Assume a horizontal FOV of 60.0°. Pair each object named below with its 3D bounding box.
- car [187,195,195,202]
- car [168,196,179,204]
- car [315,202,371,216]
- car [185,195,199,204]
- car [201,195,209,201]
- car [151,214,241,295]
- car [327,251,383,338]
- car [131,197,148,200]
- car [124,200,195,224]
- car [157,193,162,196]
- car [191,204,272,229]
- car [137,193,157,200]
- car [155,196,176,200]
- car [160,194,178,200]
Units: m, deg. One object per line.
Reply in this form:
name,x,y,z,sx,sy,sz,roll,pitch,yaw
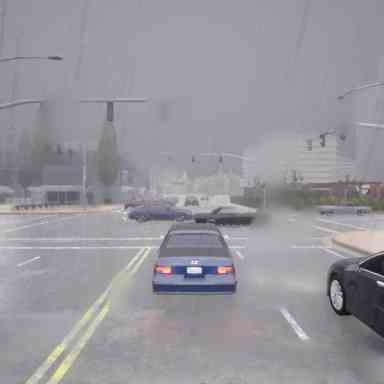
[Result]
car,-0.257,1.478,78.293,1.882,1.535,5.008,0,0,0
car,-3.748,1.564,66.696,1.994,1.385,4.181,0,0,0
car,14.343,1.601,31.804,4.718,1.301,1.895,0,0,1
car,-0.072,1.352,50.601,2.097,1.767,4.553,0,0,0
car,3.222,1.552,84.560,1.994,1.385,4.181,0,0,0
car,0.053,1.547,8.881,2.033,1.411,5.357,0,0,0
car,3.547,1.505,4.636,1.837,1.490,4.892,0,0,0
car,-7.287,1.601,42.252,1.895,1.301,4.718,0,0,1
car,-2.291,1.525,24.248,4.674,1.442,1.812,0,0,0
car,-7.265,1.352,61.823,2.097,1.767,4.553,0,0,0
car,2.497,1.601,20.789,4.718,1.301,1.895,0,0,-1
car,-7.260,1.221,51.896,2.150,2.045,5.566,0,0,0
car,-3.755,1.601,47.558,1.895,1.301,4.718,0,0,0
car,-3.771,1.491,56.828,2.128,1.511,4.902,0,0,0
